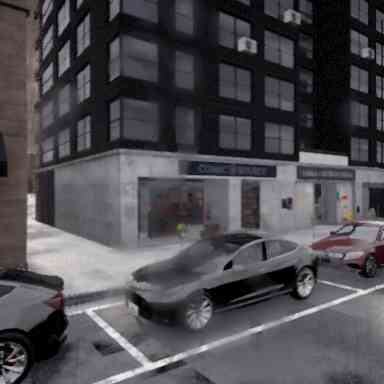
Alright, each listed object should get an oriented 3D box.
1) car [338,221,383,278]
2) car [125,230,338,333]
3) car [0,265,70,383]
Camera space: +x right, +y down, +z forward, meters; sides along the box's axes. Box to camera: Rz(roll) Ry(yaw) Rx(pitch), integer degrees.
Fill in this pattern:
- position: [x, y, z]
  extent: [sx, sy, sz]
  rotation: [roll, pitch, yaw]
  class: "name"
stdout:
- position: [5.210, 1.543, 9.911]
  extent: [4.206, 1.307, 1.802]
  rotation: [0, 0, -36]
  class: "car"
- position: [0.805, 1.548, 6.765]
  extent: [4.313, 1.339, 1.947]
  rotation: [0, 0, -36]
  class: "car"
- position: [-3.600, 1.570, 3.620]
  extent: [4.313, 1.339, 1.947]
  rotation: [0, 0, -36]
  class: "car"
